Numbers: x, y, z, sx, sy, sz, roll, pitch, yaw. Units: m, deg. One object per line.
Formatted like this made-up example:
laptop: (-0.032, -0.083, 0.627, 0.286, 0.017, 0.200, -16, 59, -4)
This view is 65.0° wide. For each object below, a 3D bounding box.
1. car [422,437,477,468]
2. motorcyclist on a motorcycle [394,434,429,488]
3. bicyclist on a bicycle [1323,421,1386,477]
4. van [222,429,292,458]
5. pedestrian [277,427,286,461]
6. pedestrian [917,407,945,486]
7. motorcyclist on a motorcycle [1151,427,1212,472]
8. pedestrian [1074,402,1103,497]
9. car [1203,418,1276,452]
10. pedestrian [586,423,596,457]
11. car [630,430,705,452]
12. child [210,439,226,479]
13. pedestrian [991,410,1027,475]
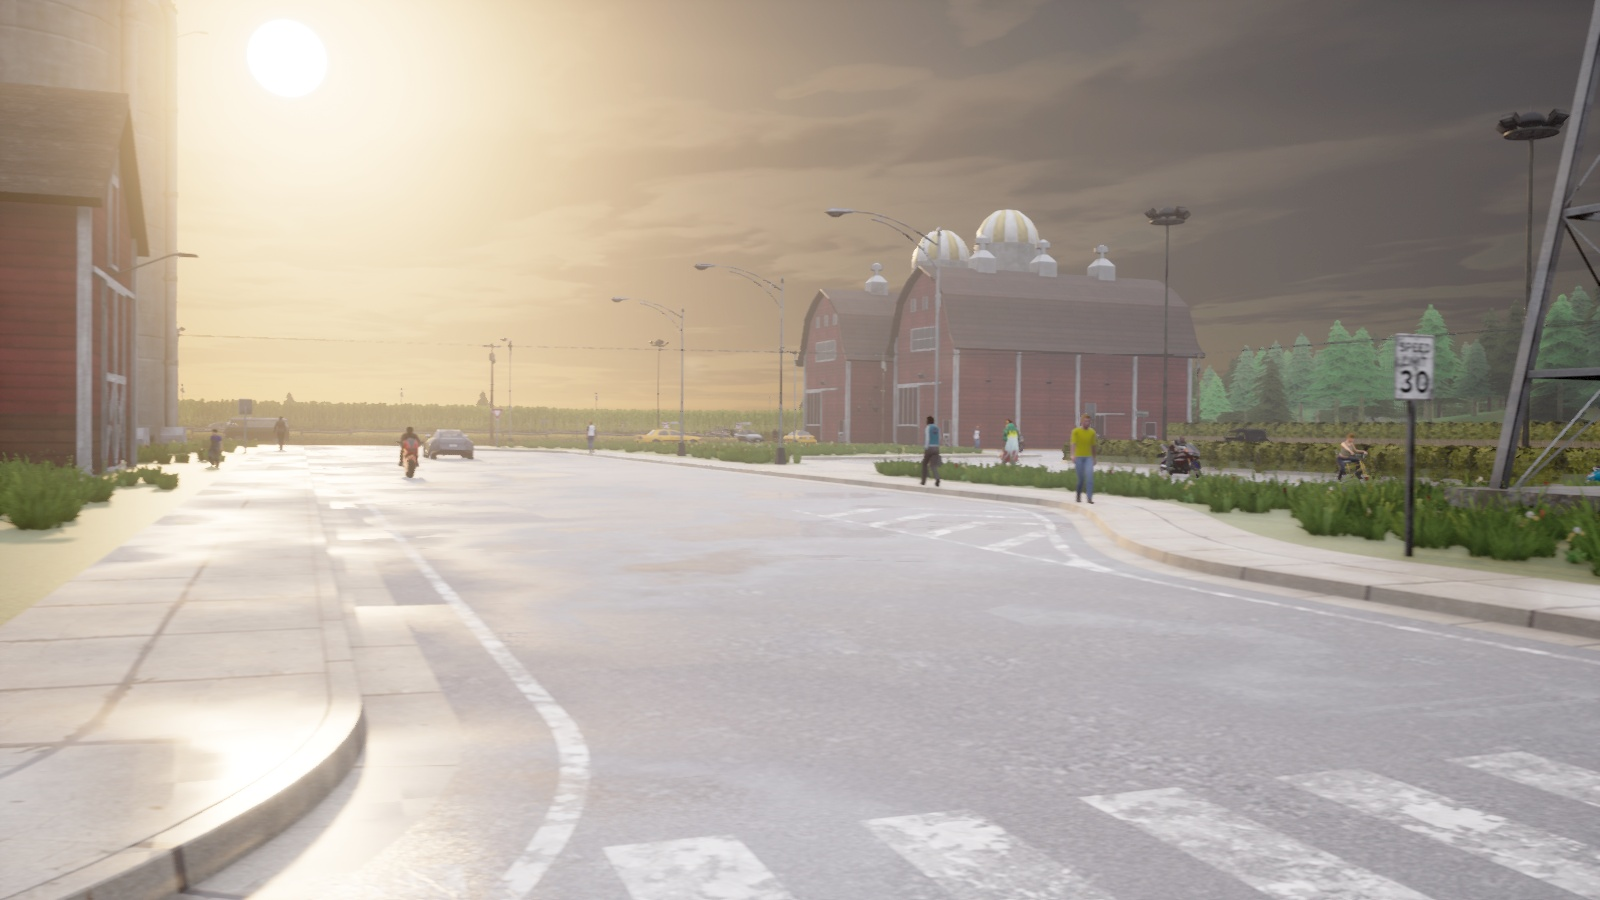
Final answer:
car: (-16.455, 0.082, 58.846, 1.994, 1.385, 4.181, -1, 1, -22)
motorcyclist on a motorcycle: (-11.364, 0.306, 36.701, 0.797, 1.523, 2.044, -1, 1, -22)
bicyclist on a bicycle: (16.370, -0.047, 37.106, 0.866, 1.612, 1.509, -1, 1, -25)
van: (-38.484, -0.482, 89.117, 4.442, 1.987, 1.775, -1, 1, -21)
pedestrian: (-27.411, -0.330, 66.374, 0.328, 1.805, 0.869, -1, 1, -18)
pedestrian: (3.267, -0.092, 31.332, 0.396, 1.930, 0.692, -1, 1, -21)
motorcyclist on a motorcycle: (13.461, -0.035, 44.367, 0.866, 1.530, 2.191, -1, 1, -21)
pedestrian: (5.668, -0.010, 24.666, 0.354, 1.836, 0.706, -1, 1, -4)
car: (25.109, -0.848, 71.892, 1.905, 1.878, 3.866, -1, 1, -21)
pedestrian: (-11.410, -0.538, 68.495, 0.354, 1.836, 0.706, -1, 1, -23)
car: (-10.142, -0.719, 96.250, 5.366, 1.575, 1.801, -1, 1, -21)
child: (-18.350, 0.285, 39.593, 0.270, 1.263, 0.437, -1, 1, 0)
pedestrian: (6.389, -0.246, 38.398, 0.659, 1.952, 0.873, -1, 1, -29)
